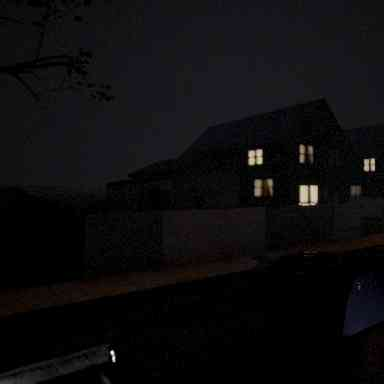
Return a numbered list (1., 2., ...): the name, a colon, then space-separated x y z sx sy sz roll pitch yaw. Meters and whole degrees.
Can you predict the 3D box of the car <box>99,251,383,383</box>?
1. car: 1.672 1.548 4.264 5.357 1.411 2.033 0 0 -36
